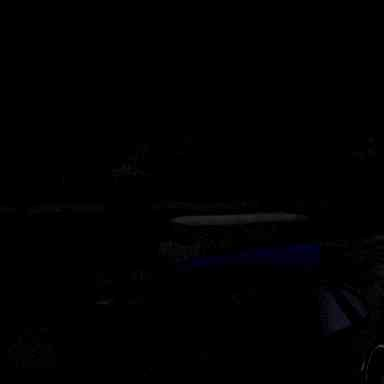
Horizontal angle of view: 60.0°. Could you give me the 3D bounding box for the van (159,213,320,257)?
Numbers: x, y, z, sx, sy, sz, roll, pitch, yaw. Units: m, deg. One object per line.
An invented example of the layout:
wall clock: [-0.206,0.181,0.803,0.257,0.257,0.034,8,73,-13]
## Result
van: [1.116,1.384,7.345,3.998,1.788,1.690,1,-1,-36]

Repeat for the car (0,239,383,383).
car: [0.431,1.567,3.567,5.357,1.411,2.033,1,0,-36]

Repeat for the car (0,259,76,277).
car: [-3.483,1.540,4.047,4.507,1.381,1.887,1,-1,-36]
